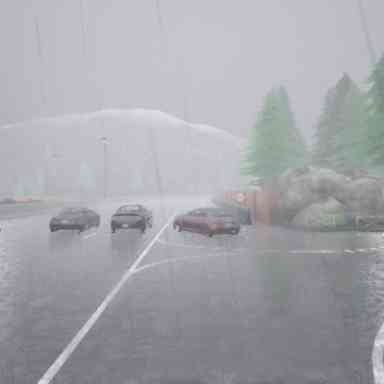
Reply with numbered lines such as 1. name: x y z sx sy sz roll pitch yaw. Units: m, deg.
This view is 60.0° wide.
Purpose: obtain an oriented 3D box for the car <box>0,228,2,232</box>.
1. car: -10.400 1.553 14.106 2.033 1.411 5.357 0 0 0

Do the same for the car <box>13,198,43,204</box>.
1. car: -24.557 1.624 50.457 1.895 1.301 4.718 0 0 0

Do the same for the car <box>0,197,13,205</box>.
1. car: -28.060 1.500 49.473 1.882 1.535 5.008 0 0 0

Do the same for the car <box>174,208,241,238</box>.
1. car: 0.716 1.573 18.031 1.994 1.385 4.181 -1 0 -34

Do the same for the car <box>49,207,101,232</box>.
1. car: -6.900 1.573 20.054 1.994 1.385 4.181 0 0 0

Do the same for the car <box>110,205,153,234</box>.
1. car: -3.401 1.501 19.412 2.128 1.511 4.902 0 0 0
